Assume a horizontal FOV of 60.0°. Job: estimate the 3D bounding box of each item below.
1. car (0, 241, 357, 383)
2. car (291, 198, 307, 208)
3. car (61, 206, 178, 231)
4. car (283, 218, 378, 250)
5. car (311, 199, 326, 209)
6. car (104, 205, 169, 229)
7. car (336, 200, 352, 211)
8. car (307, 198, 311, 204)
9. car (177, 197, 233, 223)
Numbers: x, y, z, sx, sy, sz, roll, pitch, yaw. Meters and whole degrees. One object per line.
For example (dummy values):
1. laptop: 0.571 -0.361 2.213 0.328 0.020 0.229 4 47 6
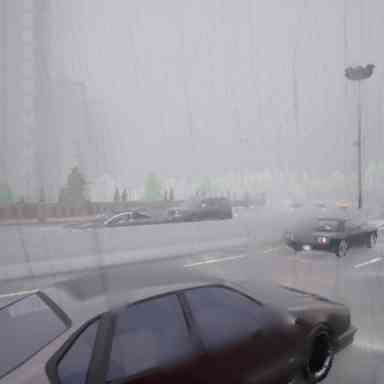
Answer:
1. car: -0.334 1.569 3.647 5.357 1.411 2.033 0 0 -37
2. car: 18.578 1.915 58.390 2.097 1.767 4.553 0 -1 20
3. car: -3.331 1.580 14.951 4.902 1.511 2.128 0 0 -40
4. car: 5.692 1.688 13.269 4.718 1.301 1.895 0 -1 -43
5. car: 21.944 2.075 57.391 1.812 1.442 4.674 0 -1 20
6. car: -3.866 1.716 23.777 4.181 1.385 1.994 1 -1 -44
7. car: 21.362 1.893 46.782 1.882 1.535 5.008 0 0 25
8. car: 30.195 2.309 86.346 2.128 1.511 4.902 0 -1 2
9. car: 0.585 1.376 23.161 2.150 2.045 5.566 0 -1 45
